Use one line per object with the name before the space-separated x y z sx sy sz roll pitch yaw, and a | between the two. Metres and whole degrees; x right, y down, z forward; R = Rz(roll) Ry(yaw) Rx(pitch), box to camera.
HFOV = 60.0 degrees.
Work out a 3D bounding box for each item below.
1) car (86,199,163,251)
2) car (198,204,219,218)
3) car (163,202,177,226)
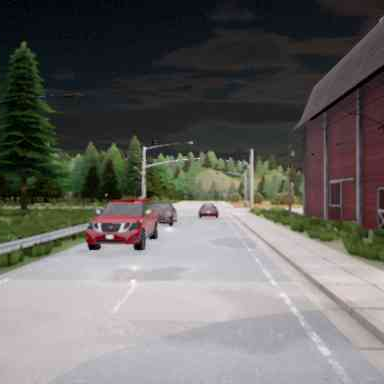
car | -2.925 1.360 15.148 2.150 2.045 5.566 0 -1 3
car | 1.674 1.872 33.590 1.994 1.385 4.181 0 -1 3
car | -2.326 1.583 25.485 2.097 1.767 4.553 0 -1 3
